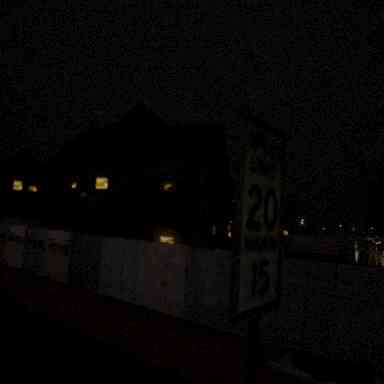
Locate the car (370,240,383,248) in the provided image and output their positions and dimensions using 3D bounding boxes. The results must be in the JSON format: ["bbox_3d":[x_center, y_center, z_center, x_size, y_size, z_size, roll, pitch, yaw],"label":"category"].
[{"bbox_3d":[23.530,6.830,40.468,1.837,1.490,4.892,2,-6,19],"label":"car"}]

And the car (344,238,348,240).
[{"bbox_3d":[35.541,11.111,75.633,1.895,1.301,4.718,2,-6,19],"label":"car"}]

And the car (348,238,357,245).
[{"bbox_3d":[30.886,9.400,61.962,1.812,1.442,4.674,2,-6,19],"label":"car"}]

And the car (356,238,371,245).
[{"bbox_3d":[27.376,8.190,51.823,1.812,1.442,4.674,2,-6,19],"label":"car"}]
